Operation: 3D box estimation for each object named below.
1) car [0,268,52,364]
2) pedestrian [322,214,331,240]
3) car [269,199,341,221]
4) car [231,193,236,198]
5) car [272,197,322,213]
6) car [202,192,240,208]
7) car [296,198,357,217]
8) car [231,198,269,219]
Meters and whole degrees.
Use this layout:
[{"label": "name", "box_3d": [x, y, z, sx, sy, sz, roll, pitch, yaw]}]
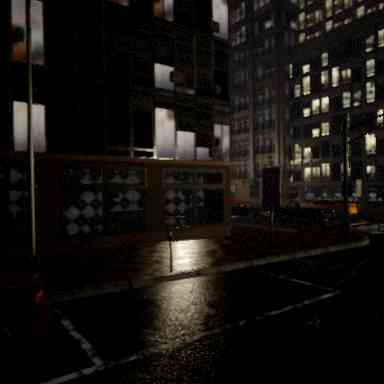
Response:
[{"label": "car", "box_3d": [-4.069, 1.546, 3.830, 4.507, 1.381, 1.887, 0, -1, -36]}, {"label": "pedestrian", "box_3d": [5.928, 1.139, 14.790, 0.375, 1.860, 0.375, -1, 0, -36]}, {"label": "car", "box_3d": [8.746, 1.493, 26.151, 1.895, 1.301, 4.718, -1, 1, -36]}, {"label": "car", "box_3d": [3.097, 1.029, 34.267, 2.150, 2.045, 5.566, -1, 1, -34]}, {"label": "car", "box_3d": [10.507, 1.278, 33.693, 1.752, 1.417, 4.829, -1, 1, -35]}, {"label": "car", "box_3d": [3.729, 0.963, 43.531, 2.192, 1.841, 5.009, -1, 1, -35]}, {"label": "car", "box_3d": [11.272, 1.315, 28.099, 1.882, 1.535, 5.008, -1, 1, -35]}, {"label": "car", "box_3d": [4.528, 1.454, 27.726, 2.008, 1.369, 4.403, -1, 1, -35]}]
